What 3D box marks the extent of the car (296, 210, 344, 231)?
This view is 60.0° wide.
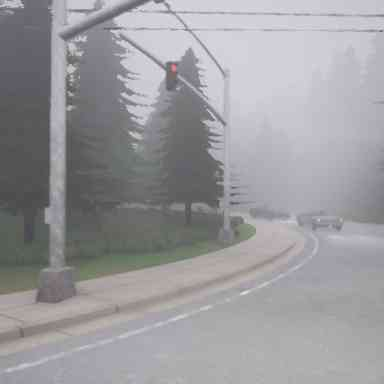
[{"bbox_3d":[8.941,1.927,23.588,1.895,1.301,4.718,0,-1,1],"label":"car"}]

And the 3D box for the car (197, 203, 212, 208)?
[{"bbox_3d":[2.760,1.768,42.894,2.150,2.045,5.566,1,-1,-33],"label":"car"}]

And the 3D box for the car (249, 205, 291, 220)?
[{"bbox_3d":[7.661,1.990,33.257,2.033,1.411,5.357,0,-1,-18],"label":"car"}]
